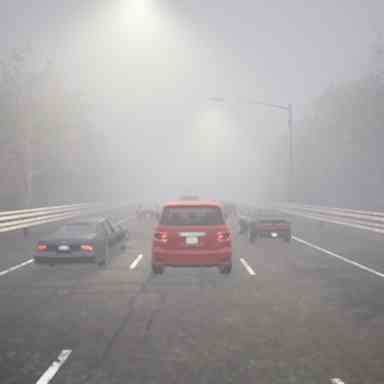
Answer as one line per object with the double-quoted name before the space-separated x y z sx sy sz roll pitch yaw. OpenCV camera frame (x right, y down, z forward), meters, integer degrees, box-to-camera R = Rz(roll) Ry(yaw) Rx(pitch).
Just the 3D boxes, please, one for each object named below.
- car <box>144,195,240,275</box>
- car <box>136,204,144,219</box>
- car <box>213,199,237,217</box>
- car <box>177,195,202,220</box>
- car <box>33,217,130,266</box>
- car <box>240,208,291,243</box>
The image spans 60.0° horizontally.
"car" -0.007 1.254 10.701 2.150 2.045 5.566 0 0 0
"car" -3.723 1.677 29.850 1.895 1.301 4.718 0 0 -1
"car" 3.228 1.562 33.316 1.882 1.535 5.008 0 0 -1
"car" -0.232 1.299 30.652 2.150 2.045 5.566 0 0 -1
"car" -3.513 1.580 11.599 2.033 1.411 5.357 0 0 0
"car" 3.458 1.551 16.473 1.837 1.490 4.892 0 0 0
